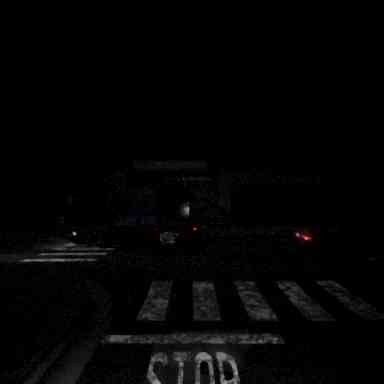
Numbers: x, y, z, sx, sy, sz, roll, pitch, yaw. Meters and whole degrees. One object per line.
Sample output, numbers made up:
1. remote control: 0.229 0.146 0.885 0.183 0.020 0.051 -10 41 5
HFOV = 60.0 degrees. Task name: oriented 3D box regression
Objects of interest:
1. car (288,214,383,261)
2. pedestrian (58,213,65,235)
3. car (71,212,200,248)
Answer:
1. car: 6.107 1.464 11.354 5.357 1.411 2.033 -1 -1 0
2. pedestrian: -6.788 1.659 17.319 0.500 1.100 0.500 0 0 0
3. car: -2.316 1.586 14.381 5.357 1.411 2.033 -1 -1 0
